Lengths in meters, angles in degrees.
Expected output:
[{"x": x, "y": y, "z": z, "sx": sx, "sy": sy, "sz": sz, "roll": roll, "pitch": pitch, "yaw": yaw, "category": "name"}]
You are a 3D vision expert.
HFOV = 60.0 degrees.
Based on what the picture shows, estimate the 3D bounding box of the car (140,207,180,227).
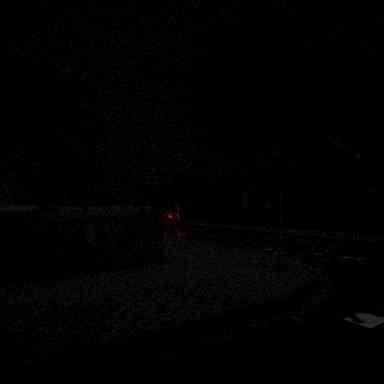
[{"x": -2.950, "y": 2.024, "z": 28.241, "sx": 2.097, "sy": 1.767, "sz": 4.553, "roll": 1, "pitch": -2, "yaw": -35, "category": "car"}]

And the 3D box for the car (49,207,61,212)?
[{"x": -19.477, "y": 2.822, "z": 46.240, "sx": 1.837, "sy": 1.490, "sz": 4.892, "roll": 1, "pitch": -2, "yaw": -39, "category": "car"}]
